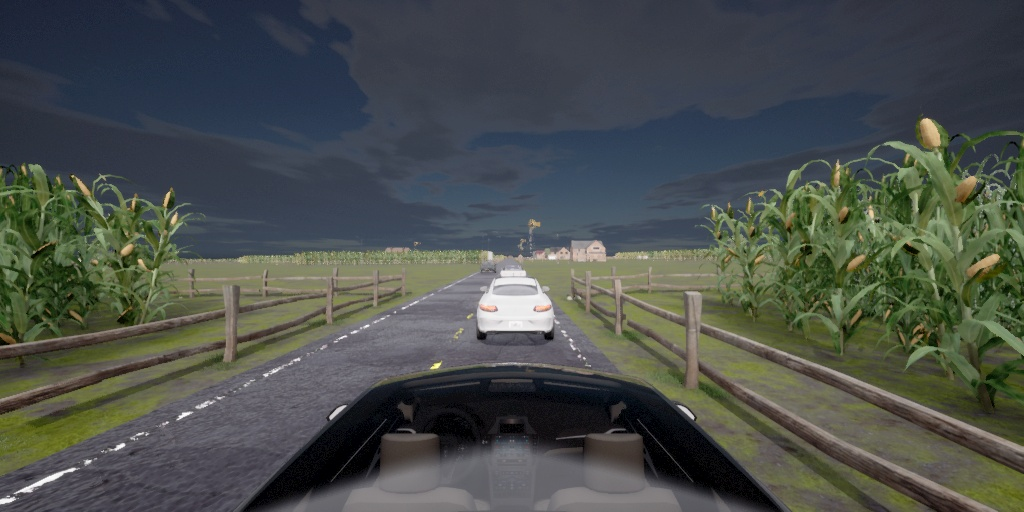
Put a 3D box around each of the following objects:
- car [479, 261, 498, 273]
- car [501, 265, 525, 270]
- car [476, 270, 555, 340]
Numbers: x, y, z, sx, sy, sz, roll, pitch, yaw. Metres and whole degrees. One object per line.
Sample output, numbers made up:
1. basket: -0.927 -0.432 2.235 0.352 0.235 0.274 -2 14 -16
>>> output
1. car: -2.795 1.339 43.371 1.837 1.490 4.892 0 0 0
2. car: 0.074 1.367 28.335 1.895 1.301 4.718 0 0 -1
3. car: 0.079 1.278 9.865 1.812 1.442 4.674 0 0 0
